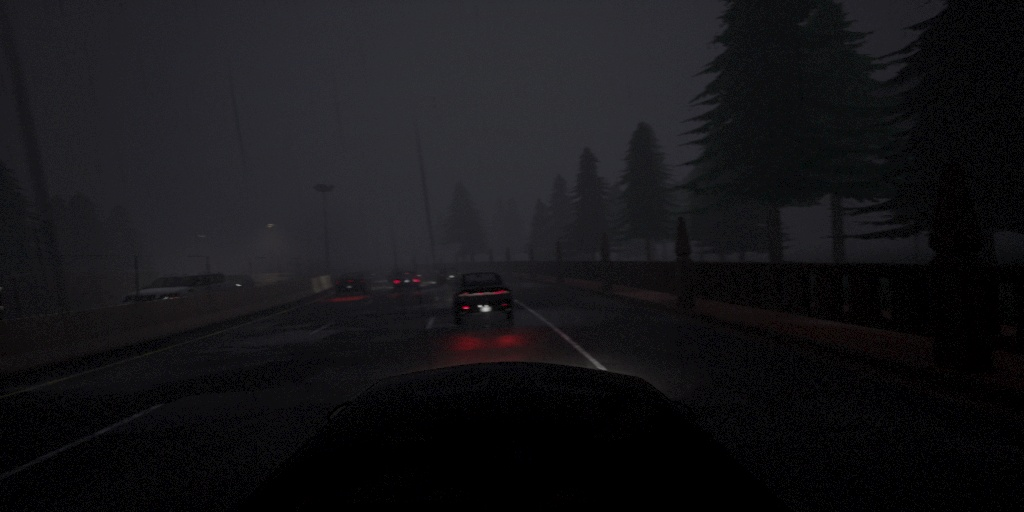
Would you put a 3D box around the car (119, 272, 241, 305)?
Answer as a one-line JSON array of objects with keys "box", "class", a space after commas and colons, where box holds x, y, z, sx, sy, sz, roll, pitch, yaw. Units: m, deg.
[{"box": [-16.545, 1.896, 18.119, 2.150, 2.045, 5.566, -3, 0, -13], "class": "car"}]

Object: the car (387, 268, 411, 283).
[{"box": [-12.160, 2.037, 38.355, 1.994, 1.385, 4.181, -3, 0, -23], "class": "car"}]

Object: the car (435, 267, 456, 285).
[{"box": [-5.462, 1.660, 30.667, 1.994, 1.385, 4.181, -3, 0, -18], "class": "car"}]

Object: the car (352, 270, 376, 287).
[{"box": [-14.976, 2.169, 36.205, 2.033, 1.411, 5.357, -3, 0, -23], "class": "car"}]

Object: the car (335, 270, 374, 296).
[{"box": [-11.089, 1.869, 25.268, 1.882, 1.535, 5.008, -3, 0, -16], "class": "car"}]

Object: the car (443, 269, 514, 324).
[{"box": [-1.119, 1.320, 12.593, 2.128, 1.511, 4.902, -3, 0, -9], "class": "car"}]

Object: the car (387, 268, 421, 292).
[{"box": [-7.617, 1.752, 25.937, 2.033, 1.411, 5.357, -3, 0, -16], "class": "car"}]

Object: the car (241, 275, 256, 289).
[{"box": [-24.654, 2.488, 31.999, 2.097, 1.767, 4.553, -3, 0, -22], "class": "car"}]
